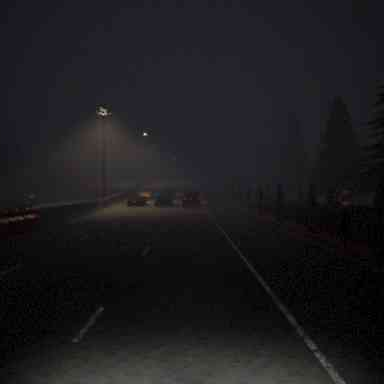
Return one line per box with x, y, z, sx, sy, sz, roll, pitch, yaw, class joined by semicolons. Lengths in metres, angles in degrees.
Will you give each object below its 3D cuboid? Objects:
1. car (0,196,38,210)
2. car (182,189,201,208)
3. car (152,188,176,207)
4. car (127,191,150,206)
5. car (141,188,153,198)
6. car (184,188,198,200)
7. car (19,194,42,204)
-17.613;1.432;32.528;2.033;1.411;5.357;0;1;0;car
-0.096;0.756;40.871;2.150;2.045;5.566;0;3;0;car
-3.504;0.799;42.289;2.097;1.767;4.553;0;4;0;car
-7.006;1.000;42.470;1.994;1.385;4.181;0;4;0;car
-7.158;0.078;52.409;1.882;1.535;5.008;0;6;0;car
-0.152;0.264;51.303;2.033;1.411;5.357;0;6;0;car
-21.138;0.984;42.401;2.033;1.411;5.357;0;4;0;car
